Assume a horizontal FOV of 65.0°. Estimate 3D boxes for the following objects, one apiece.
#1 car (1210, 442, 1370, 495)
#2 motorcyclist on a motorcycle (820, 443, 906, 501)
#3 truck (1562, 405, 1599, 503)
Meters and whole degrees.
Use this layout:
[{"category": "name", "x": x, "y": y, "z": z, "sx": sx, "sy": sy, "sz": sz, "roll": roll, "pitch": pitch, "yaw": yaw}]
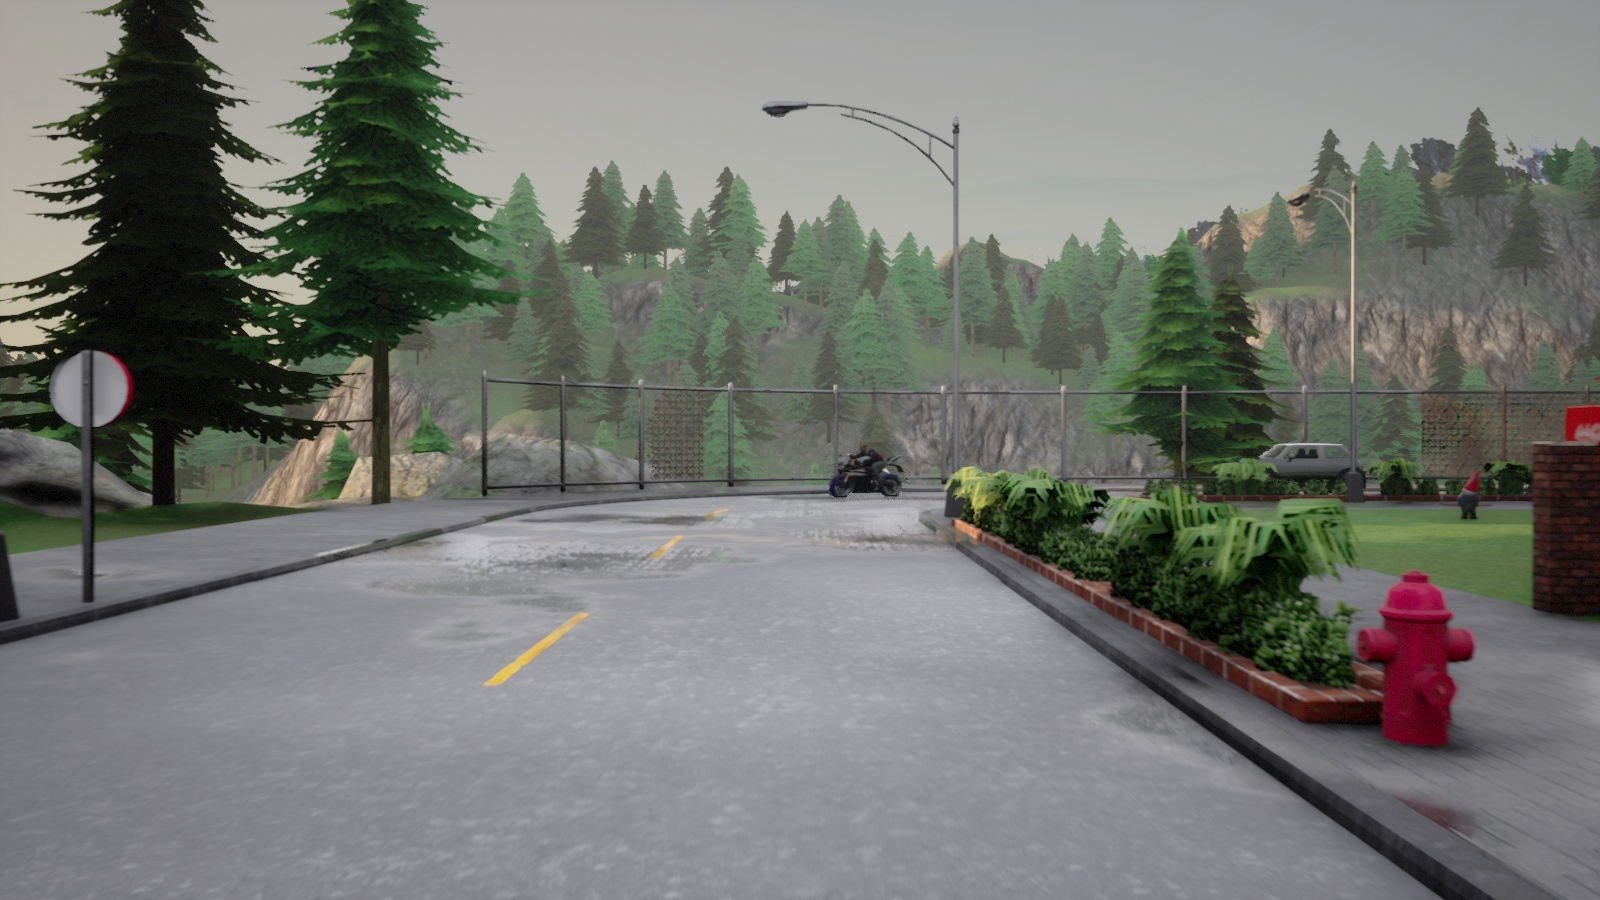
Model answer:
[{"category": "car", "x": 13.951, "y": 0.521, "z": 35.918, "sx": 3.806, "sy": 1.475, "sz": 1.970, "roll": 0, "pitch": 0, "yaw": 0}, {"category": "motorcyclist on a motorcycle", "x": 1.727, "y": 0.591, "z": 34.349, "sx": 2.191, "sy": 1.530, "sz": 0.866, "roll": 0, "pitch": 1, "yaw": -25}, {"category": "truck", "x": 22.748, "y": 0.098, "z": 31.872, "sx": 5.204, "sy": 2.467, "sz": 2.627, "roll": 0, "pitch": 0, "yaw": 0}]
